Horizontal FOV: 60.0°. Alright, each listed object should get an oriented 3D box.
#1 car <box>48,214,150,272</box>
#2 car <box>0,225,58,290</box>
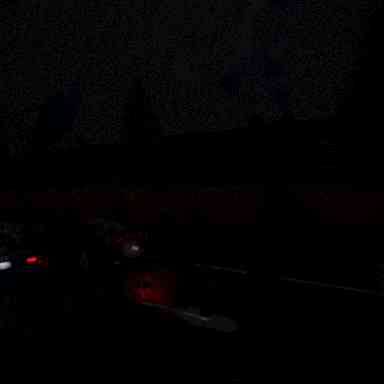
[{"bbox_3d":[-3.620,1.455,10.870,5.008,1.535,1.882,0,0,36],"label":"car"},{"bbox_3d":[-5.825,1.524,8.148,5.357,1.411,2.033,0,0,36],"label":"car"}]
